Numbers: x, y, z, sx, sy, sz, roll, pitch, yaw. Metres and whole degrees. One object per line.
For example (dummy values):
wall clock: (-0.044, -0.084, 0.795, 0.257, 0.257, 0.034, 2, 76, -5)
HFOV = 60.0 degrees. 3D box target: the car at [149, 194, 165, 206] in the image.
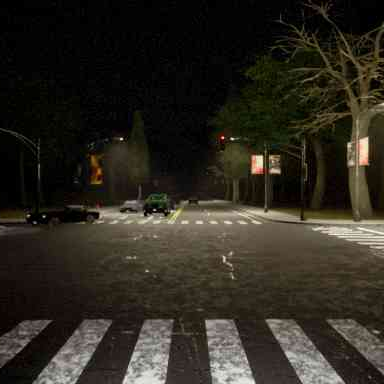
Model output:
car: (-6.398, 1.407, 60.632, 2.150, 2.045, 5.566, 0, -1, 2)

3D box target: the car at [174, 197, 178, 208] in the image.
car: (-3.261, 1.612, 42.303, 1.994, 1.385, 4.181, 0, 0, 0)

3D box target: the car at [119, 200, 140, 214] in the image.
car: (-6.527, 1.574, 36.433, 2.033, 1.411, 5.357, 0, 0, 0)

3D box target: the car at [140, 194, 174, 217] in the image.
car: (-3.285, 1.240, 32.113, 2.150, 2.045, 5.566, 0, 0, 0)

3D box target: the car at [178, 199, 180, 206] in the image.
car: (-3.197, 1.683, 59.208, 1.812, 1.442, 4.674, 0, -1, 0)

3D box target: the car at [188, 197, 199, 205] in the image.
car: (0.228, 1.673, 62.258, 2.128, 1.511, 4.902, 0, 0, 0)

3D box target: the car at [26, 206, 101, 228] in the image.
car: (-8.459, 1.579, 22.200, 1.895, 1.301, 4.718, 0, -1, 29)

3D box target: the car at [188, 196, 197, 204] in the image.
car: (0.197, 1.740, 72.625, 1.882, 1.535, 5.008, 0, 0, 0)
